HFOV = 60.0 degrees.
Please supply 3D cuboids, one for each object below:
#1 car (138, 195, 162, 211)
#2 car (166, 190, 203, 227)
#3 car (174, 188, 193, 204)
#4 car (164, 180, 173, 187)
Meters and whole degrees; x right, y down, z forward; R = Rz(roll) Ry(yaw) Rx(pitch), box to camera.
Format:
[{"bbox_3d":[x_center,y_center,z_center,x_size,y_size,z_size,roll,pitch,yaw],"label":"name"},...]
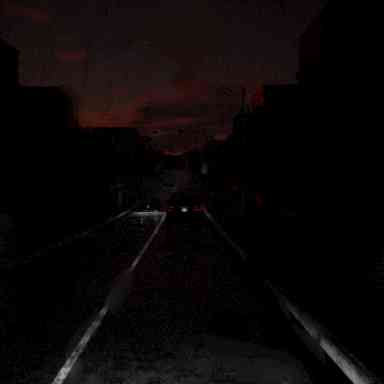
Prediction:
[{"bbox_3d":[-3.971,1.032,31.814,1.994,1.385,4.181,0,3,-2],"label":"car"},{"bbox_3d":[-0.479,1.052,21.423,2.150,2.045,5.566,0,1,-1],"label":"car"},{"bbox_3d":[-1.000,0.477,39.855,2.128,1.511,4.902,0,4,-2],"label":"car"},{"bbox_3d":[-5.026,-1.875,72.418,1.882,1.535,5.008,0,4,-2],"label":"car"}]
